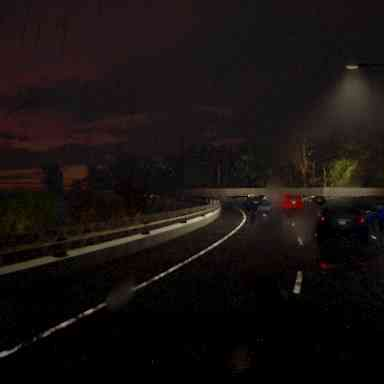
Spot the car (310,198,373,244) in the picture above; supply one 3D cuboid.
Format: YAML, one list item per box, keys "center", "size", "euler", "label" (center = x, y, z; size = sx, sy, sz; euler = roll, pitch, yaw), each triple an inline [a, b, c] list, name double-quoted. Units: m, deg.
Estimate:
- center: [6.994, 1.346, 16.196]
  size: [2.097, 1.767, 4.553]
  euler: [0, 0, 16]
  label: "car"

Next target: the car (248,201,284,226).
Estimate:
- center: [5.239, 1.556, 23.527]
  size: [1.994, 1.385, 4.181]
  euler: [0, 0, 13]
  label: "car"

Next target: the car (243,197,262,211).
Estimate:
- center: [7.581, 1.339, 41.110]
  size: [2.097, 1.767, 4.553]
  euler: [0, 0, 3]
  label: "car"

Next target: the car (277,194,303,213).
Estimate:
- center: [10.894, 1.209, 37.437]
  size: [2.150, 2.045, 5.566]
  euler: [0, 0, 5]
  label: "car"

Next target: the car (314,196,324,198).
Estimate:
- center: [18.743, 1.334, 49.088]
  size: [2.097, 1.767, 4.553]
  euler: [0, 0, 19]
  label: "car"

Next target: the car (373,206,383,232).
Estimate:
- center: [11.509, 1.518, 19.583]
  size: [1.812, 1.442, 4.674]
  euler: [0, 0, 14]
  label: "car"
